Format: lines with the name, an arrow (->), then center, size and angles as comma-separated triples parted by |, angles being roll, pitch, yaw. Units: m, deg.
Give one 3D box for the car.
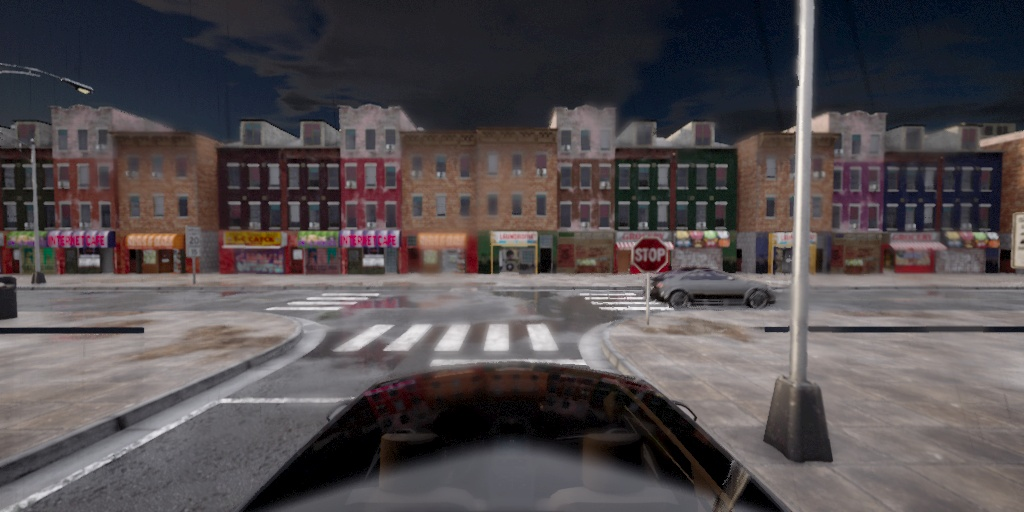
car -> 6.972, 1.111, 12.925 | 4.181, 1.385, 1.994 | 0, 2, -1
